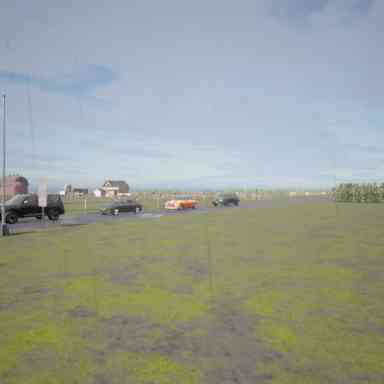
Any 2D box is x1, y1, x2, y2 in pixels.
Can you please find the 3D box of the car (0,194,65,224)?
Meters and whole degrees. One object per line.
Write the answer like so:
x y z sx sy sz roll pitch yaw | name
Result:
-12.381 1.192 25.124 2.150 2.045 5.566 1 0 33 | car

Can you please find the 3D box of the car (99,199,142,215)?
-7.055 1.468 33.130 1.837 1.490 4.892 1 0 34 | car

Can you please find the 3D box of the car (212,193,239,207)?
5.284 1.178 51.494 2.150 2.045 5.566 1 0 34 | car

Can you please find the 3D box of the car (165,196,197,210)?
-1.341 1.308 41.673 2.097 1.767 4.553 1 0 34 | car
